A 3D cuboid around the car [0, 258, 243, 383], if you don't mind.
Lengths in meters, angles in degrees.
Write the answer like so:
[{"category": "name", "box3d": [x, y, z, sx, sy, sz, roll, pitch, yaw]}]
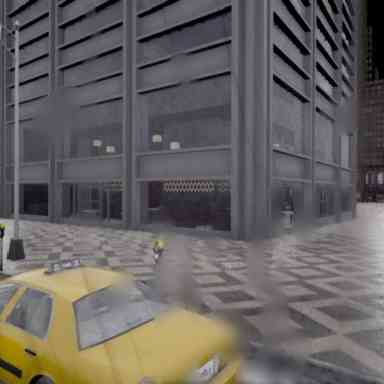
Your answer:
[{"category": "car", "box3d": [-1.763, 1.524, 4.224, 4.829, 1.417, 1.752, 0, 0, 36]}]
